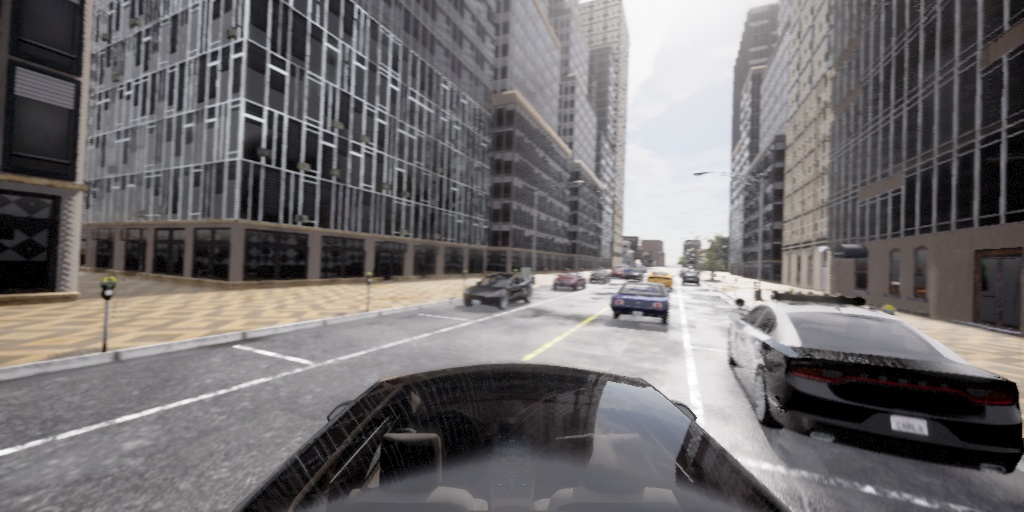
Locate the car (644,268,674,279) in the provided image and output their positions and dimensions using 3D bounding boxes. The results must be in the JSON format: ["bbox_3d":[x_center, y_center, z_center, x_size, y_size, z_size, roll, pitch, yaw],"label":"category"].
[{"bbox_3d":[12.424,1.977,29.987,1.882,1.535,5.008,2,-1,24],"label":"car"}]

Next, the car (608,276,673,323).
[{"bbox_3d":[5.098,1.666,13.887,1.895,1.301,4.718,2,-1,24],"label":"car"}]

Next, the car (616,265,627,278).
[{"bbox_3d":[13.658,2.259,46.735,1.888,1.381,4.507,0,0,24],"label":"car"}]

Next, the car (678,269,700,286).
[{"bbox_3d":[18.920,2.386,38.070,1.948,1.339,4.313,0,0,24],"label":"car"}]

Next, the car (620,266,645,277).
[{"bbox_3d":[14.055,2.178,41.153,1.837,1.490,4.892,2,-1,25],"label":"car"}]

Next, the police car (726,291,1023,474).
[{"bbox_3d":[4.665,1.388,5.599,1.930,1.638,5.238,2,-1,24],"label":"police car"}]

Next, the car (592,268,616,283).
[{"bbox_3d":[8.946,1.988,36.375,2.007,1.370,4.403,0,0,24],"label":"car"}]

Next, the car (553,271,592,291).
[{"bbox_3d":[4.235,1.741,26.013,1.802,1.307,4.207,0,0,24],"label":"car"}]

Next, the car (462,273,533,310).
[{"bbox_3d":[-0.477,1.445,15.655,1.948,1.339,4.313,0,0,24],"label":"car"}]
